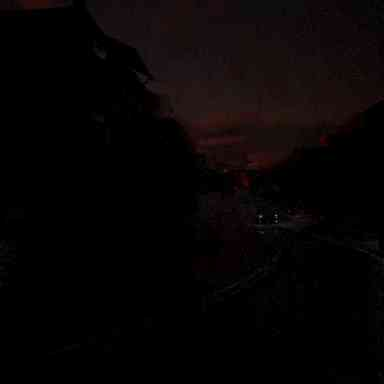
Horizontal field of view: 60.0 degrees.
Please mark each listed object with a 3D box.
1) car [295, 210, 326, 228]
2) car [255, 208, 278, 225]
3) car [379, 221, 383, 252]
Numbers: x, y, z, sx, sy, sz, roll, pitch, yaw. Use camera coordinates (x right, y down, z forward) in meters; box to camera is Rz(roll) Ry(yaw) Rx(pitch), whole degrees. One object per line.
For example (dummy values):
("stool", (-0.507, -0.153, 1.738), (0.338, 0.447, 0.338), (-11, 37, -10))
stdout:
("car", (10.605, 2.389, 30.148), (2.128, 1.511, 4.902), (-1, -1, 6))
("car", (7.975, 2.544, 35.916), (2.097, 1.767, 4.553), (-1, -2, 6))
("car", (8.252, 1.364, 11.511), (2.150, 2.045, 5.566), (0, -2, 17))
